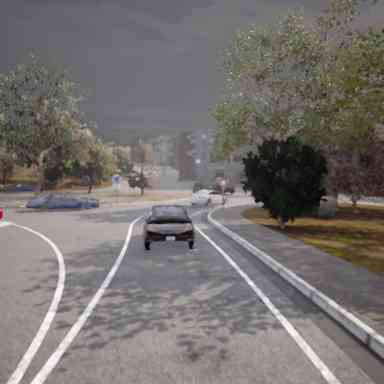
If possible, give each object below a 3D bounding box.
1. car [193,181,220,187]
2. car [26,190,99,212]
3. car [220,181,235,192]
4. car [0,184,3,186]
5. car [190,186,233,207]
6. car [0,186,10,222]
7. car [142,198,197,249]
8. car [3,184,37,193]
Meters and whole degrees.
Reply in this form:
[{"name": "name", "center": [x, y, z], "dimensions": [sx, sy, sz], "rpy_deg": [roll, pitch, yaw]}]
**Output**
[{"name": "car", "center": [1.766, -0.663, 50.331], "dimensions": [2.150, 2.045, 5.566], "rpy_deg": [0, 2, -18]}, {"name": "car", "center": [-10.126, 0.768, 26.376], "dimensions": [5.357, 1.411, 2.033], "rpy_deg": [-1, 3, -16]}, {"name": "car", "center": [4.658, -0.718, 51.599], "dimensions": [2.150, 2.045, 5.566], "rpy_deg": [0, 2, -18]}, {"name": "car", "center": [-33.050, -0.617, 55.591], "dimensions": [2.033, 1.411, 5.357], "rpy_deg": [2, 3, 33]}, {"name": "car", "center": [1.622, 0.525, 31.358], "dimensions": [1.812, 1.442, 4.674], "rpy_deg": [2, 4, 39]}, {"name": "car", "center": [-12.882, 0.783, 18.843], "dimensions": [5.566, 2.045, 2.150], "rpy_deg": [2, 3, 37]}, {"name": "car", "center": [-0.994, 1.270, 13.634], "dimensions": [2.128, 1.511, 4.902], "rpy_deg": [0, 2, -6]}, {"name": "car", "center": [-28.580, -0.630, 56.128], "dimensions": [1.812, 1.442, 4.674], "rpy_deg": [2, 3, 43]}]
